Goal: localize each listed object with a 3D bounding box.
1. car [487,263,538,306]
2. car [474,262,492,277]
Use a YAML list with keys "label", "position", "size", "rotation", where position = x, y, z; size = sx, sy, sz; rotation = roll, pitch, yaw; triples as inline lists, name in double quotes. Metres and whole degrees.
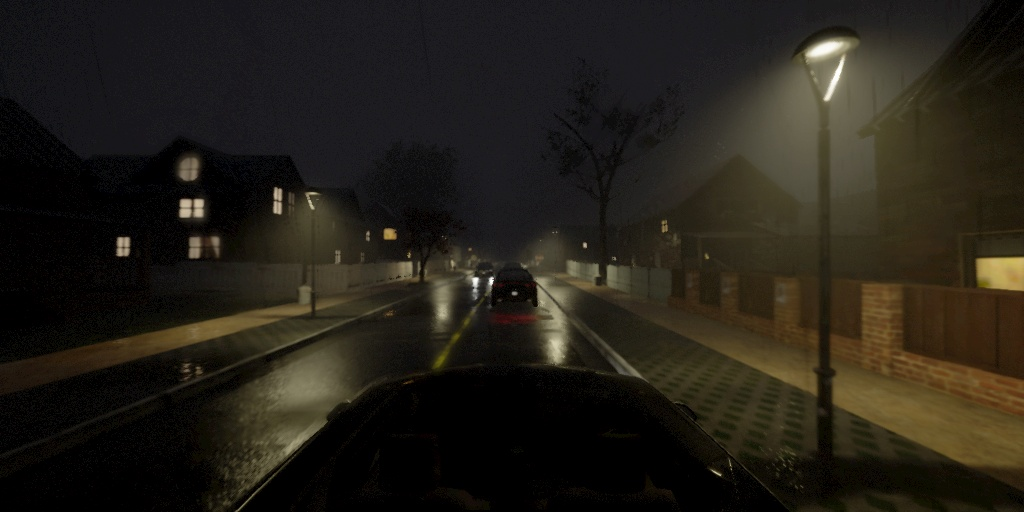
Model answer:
- label: "car"
  position: [0.100, 1.263, 16.091]
  size: [1.882, 1.535, 5.008]
  rotation: [0, 0, 0]
- label: "car"
  position: [-2.749, 1.384, 37.040]
  size: [1.812, 1.442, 4.674]
  rotation: [0, 0, 0]
